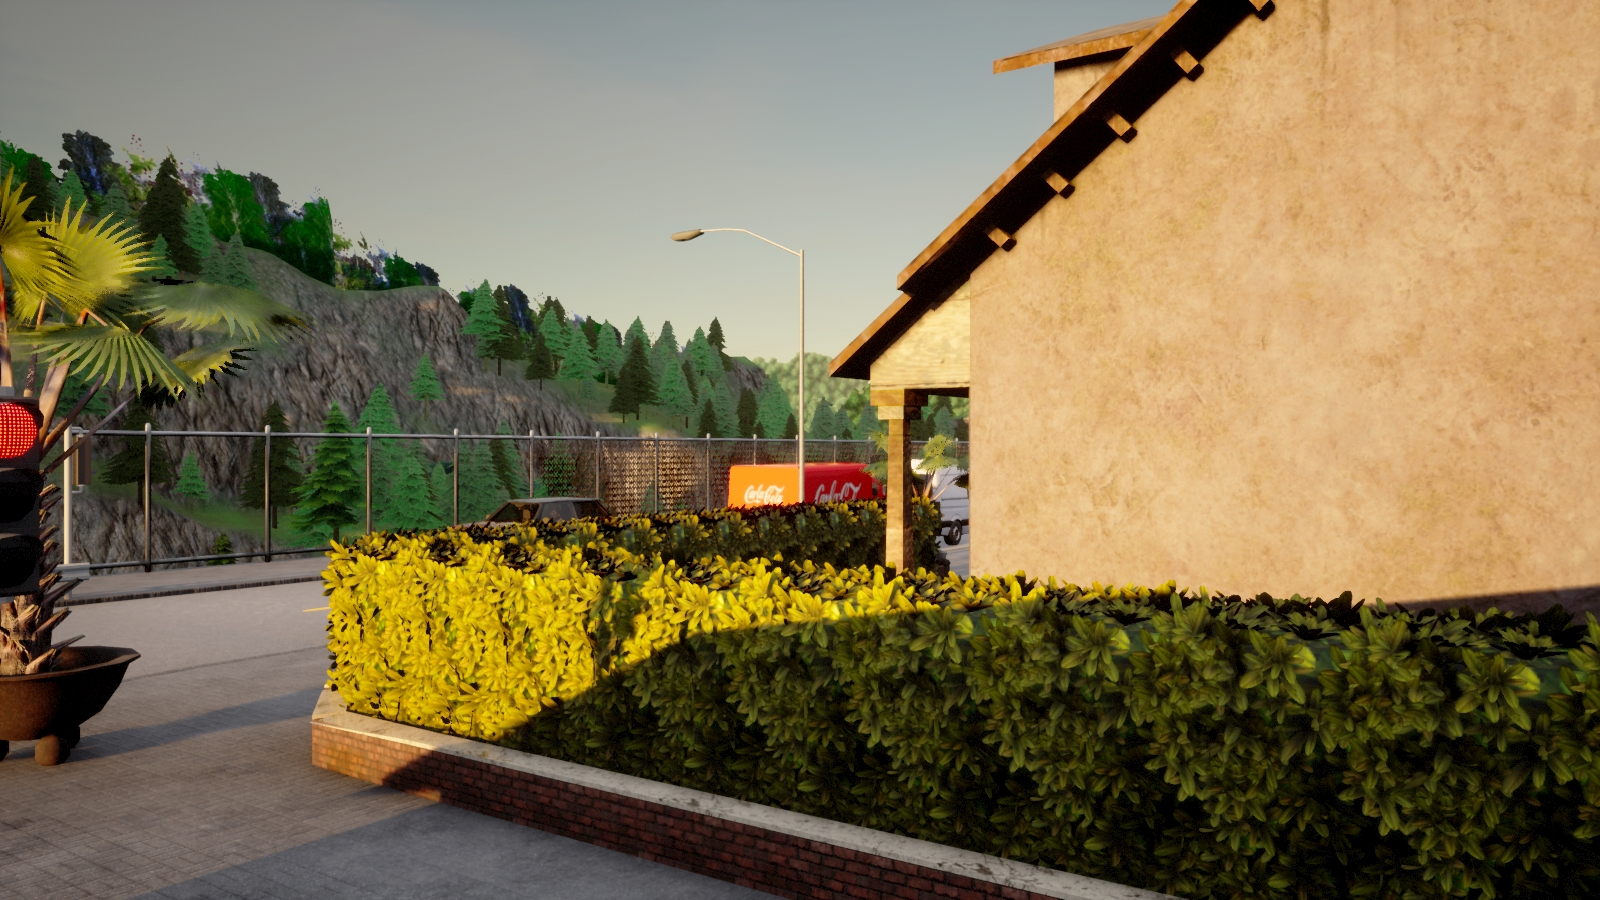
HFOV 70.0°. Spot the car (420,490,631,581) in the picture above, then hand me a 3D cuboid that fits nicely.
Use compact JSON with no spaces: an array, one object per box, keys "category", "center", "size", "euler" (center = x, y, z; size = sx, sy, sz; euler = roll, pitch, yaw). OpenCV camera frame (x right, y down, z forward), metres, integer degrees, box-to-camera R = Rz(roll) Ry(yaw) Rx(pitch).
[{"category":"car","center":[-6.312,1.906,26.765],"size":[2.097,1.767,4.553],"euler":[0,0,35]}]

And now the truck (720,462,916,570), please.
[{"category":"truck","center":[0.584,1.568,29.600],"size":[2.627,2.467,5.204],"euler":[0,0,35]}]
